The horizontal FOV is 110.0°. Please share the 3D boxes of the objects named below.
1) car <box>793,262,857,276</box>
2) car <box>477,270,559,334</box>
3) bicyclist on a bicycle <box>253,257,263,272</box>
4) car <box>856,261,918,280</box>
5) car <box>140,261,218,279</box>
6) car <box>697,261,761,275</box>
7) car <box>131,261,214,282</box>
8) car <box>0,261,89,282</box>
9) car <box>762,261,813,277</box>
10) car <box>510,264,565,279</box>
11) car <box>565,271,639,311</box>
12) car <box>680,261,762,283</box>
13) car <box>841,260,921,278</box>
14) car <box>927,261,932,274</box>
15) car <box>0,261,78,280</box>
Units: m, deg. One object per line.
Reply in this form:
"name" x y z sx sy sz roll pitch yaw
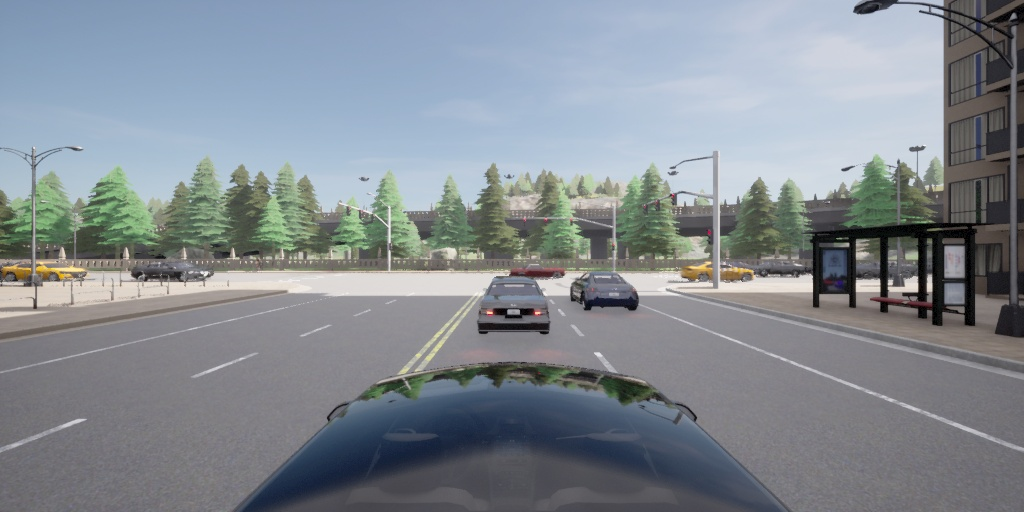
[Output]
"car" 31.984 1.295 36.729 4.718 1.301 1.895 0 0 4
"car" 0.058 1.297 10.540 2.033 1.411 5.357 0 0 1
"bicyclist on a bicycle" -29.468 0.995 41.636 0.582 1.620 1.656 0 0 1
"car" 30.215 1.258 29.765 4.181 1.385 1.994 0 0 2
"car" -28.330 1.172 30.606 5.008 1.535 1.882 0 0 0
"car" 22.405 1.242 37.129 5.357 1.411 2.033 0 0 1
"car" -25.643 1.186 27.046 4.902 1.511 2.128 0 0 -2
"car" -35.176 1.172 27.136 5.008 1.535 1.882 0 0 0
"car" 24.522 1.186 33.549 4.902 1.511 2.128 0 0 2
"car" 2.168 1.321 30.223 4.718 1.301 1.895 0 0 1
"car" 3.577 1.314 14.551 1.994 1.385 4.181 0 0 0
"car" 15.162 1.172 26.555 5.008 1.535 1.882 0 0 1
"car" 33.860 1.186 33.007 4.902 1.511 2.128 0 0 6
"car" 40.977 1.220 35.164 4.674 1.442 1.812 0 0 17
"car" -40.765 1.183 30.479 4.902 1.511 2.128 0 0 -4
